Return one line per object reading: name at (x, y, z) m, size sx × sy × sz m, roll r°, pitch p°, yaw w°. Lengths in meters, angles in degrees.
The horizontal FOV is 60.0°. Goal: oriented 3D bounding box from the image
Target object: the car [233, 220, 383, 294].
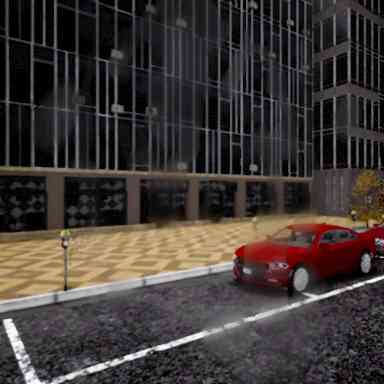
car at (3.076, 1.518, 8.750) m, size 4.507 × 1.381 × 1.887 m, roll 0°, pitch 0°, yaw -35°
